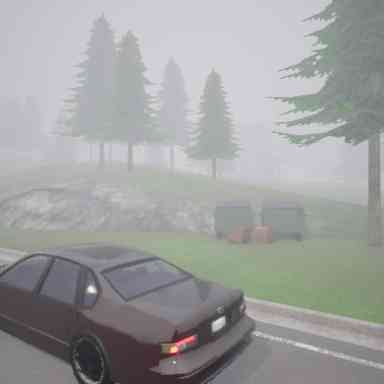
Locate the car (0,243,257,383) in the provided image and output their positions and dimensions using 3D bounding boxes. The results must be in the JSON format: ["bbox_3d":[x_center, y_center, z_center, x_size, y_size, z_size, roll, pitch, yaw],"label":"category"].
[{"bbox_3d":[-1.735,1.552,5.231,5.357,1.411,2.033,0,0,35],"label":"car"}]
